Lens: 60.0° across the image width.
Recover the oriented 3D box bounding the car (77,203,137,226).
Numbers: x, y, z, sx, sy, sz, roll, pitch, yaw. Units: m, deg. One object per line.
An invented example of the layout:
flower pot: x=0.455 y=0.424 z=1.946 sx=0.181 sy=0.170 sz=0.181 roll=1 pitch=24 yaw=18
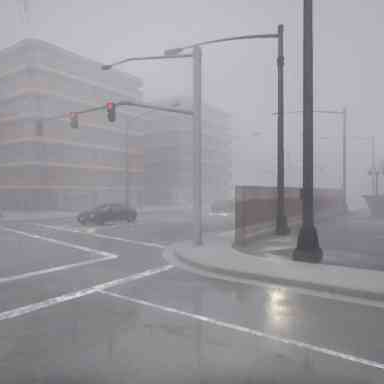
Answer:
car: x=-5.898 y=1.525 z=23.686 sx=1.812 sy=1.442 sz=4.674 roll=0 pitch=0 yaw=35

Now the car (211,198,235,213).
car: x=3.950 y=1.507 z=37.969 sx=1.837 sy=1.490 sz=4.892 roll=0 pitch=-1 yaw=34
